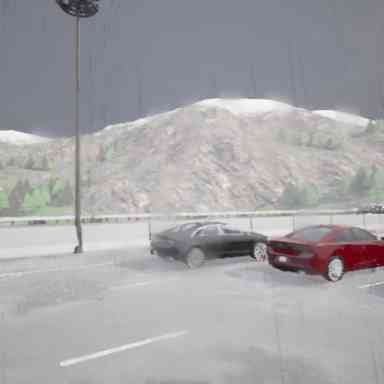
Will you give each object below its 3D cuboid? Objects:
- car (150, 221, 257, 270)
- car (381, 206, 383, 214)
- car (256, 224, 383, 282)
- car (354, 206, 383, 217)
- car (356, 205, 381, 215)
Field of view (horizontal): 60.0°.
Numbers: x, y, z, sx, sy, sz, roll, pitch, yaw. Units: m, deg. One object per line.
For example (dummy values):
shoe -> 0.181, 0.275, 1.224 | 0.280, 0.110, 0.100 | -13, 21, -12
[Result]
car -> 0.844, 1.847, 12.426 | 4.902, 1.511, 2.128 | 1, -2, -32
car -> 25.820, 2.457, 40.011 | 4.902, 1.511, 2.128 | 0, -2, -19
car -> 4.692, 1.756, 10.660 | 5.008, 1.535, 1.882 | 0, -2, -31
car -> 25.698, 2.682, 47.353 | 4.892, 1.490, 1.837 | 1, -2, -18
car -> 24.272, 2.668, 43.191 | 4.718, 1.301, 1.895 | 0, -2, -19
